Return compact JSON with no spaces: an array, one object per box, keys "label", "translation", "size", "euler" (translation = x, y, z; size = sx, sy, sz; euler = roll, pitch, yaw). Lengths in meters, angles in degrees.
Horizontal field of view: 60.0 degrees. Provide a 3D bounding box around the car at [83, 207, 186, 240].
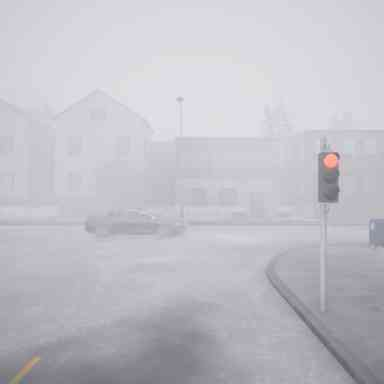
[{"label":"car","translation":[-2.742,1.492,16.260],"size":[4.902,1.511,2.128],"euler":[0,0,0]}]
